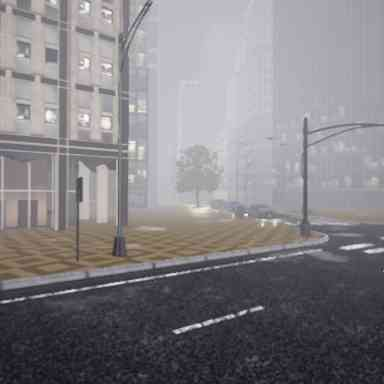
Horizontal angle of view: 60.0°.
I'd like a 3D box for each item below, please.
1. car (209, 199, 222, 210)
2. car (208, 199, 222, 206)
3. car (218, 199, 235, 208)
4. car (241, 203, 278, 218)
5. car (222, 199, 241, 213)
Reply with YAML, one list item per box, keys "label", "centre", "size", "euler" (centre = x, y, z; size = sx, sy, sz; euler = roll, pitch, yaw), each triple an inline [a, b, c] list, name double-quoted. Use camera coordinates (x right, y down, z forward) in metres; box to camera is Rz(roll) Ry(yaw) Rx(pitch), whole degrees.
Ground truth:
- label: "car"
  centre: [4.445, 1.921, 54.073]
  size: [2.097, 1.767, 4.553]
  euler: [0, -1, -7]
- label: "car"
  centre: [5.040, 2.225, 73.360]
  size: [2.128, 1.511, 4.902]
  euler: [0, -1, -7]
- label: "car"
  centre: [6.390, 2.174, 63.031]
  size: [2.128, 1.511, 4.902]
  euler: [0, -1, -7]
- label: "car"
  centre: [7.035, 1.899, 34.147]
  size: [2.033, 1.411, 5.357]
  euler: [0, -1, -7]
- label: "car"
  centre: [5.749, 1.936, 44.060]
  size: [1.882, 1.535, 5.008]
  euler: [0, -1, -8]
